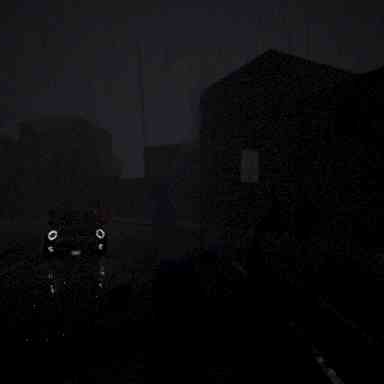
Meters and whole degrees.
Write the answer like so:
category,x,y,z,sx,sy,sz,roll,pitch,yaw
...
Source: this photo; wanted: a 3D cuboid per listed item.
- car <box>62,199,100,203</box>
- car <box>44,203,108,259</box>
category,x,y,z,sx,sy,sz,roll,pitch,yaw
car,-9.797,1.596,28.001,5.566,2.045,2.150,-1,-2,38
car,-4.561,1.495,13.383,2.097,1.767,4.553,0,-1,-17
